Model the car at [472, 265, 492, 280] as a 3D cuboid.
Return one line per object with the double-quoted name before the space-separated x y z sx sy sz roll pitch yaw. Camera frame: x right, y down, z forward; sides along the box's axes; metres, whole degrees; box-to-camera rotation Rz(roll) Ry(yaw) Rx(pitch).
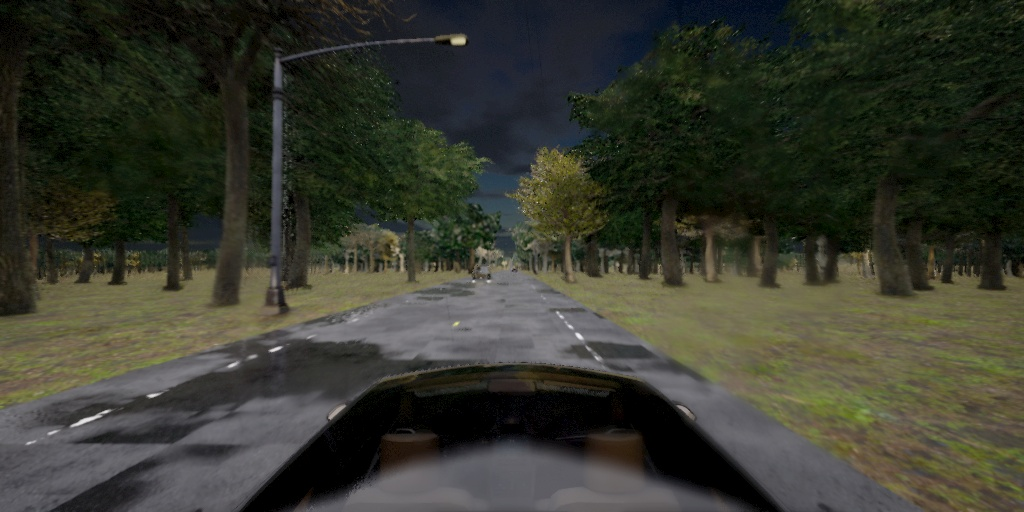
"car" -3.566 1.979 43.273 2.097 1.767 4.553 0 -1 0
